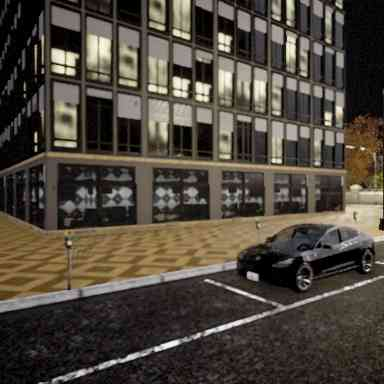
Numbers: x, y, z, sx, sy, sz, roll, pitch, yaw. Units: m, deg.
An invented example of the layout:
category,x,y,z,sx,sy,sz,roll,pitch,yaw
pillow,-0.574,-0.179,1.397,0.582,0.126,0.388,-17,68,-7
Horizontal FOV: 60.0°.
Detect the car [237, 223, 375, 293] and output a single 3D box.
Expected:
category,x,y,z,sx,sy,sz,roll,pitch,yaw
car,3.148,1.525,8.792,4.313,1.339,1.947,0,0,-35
